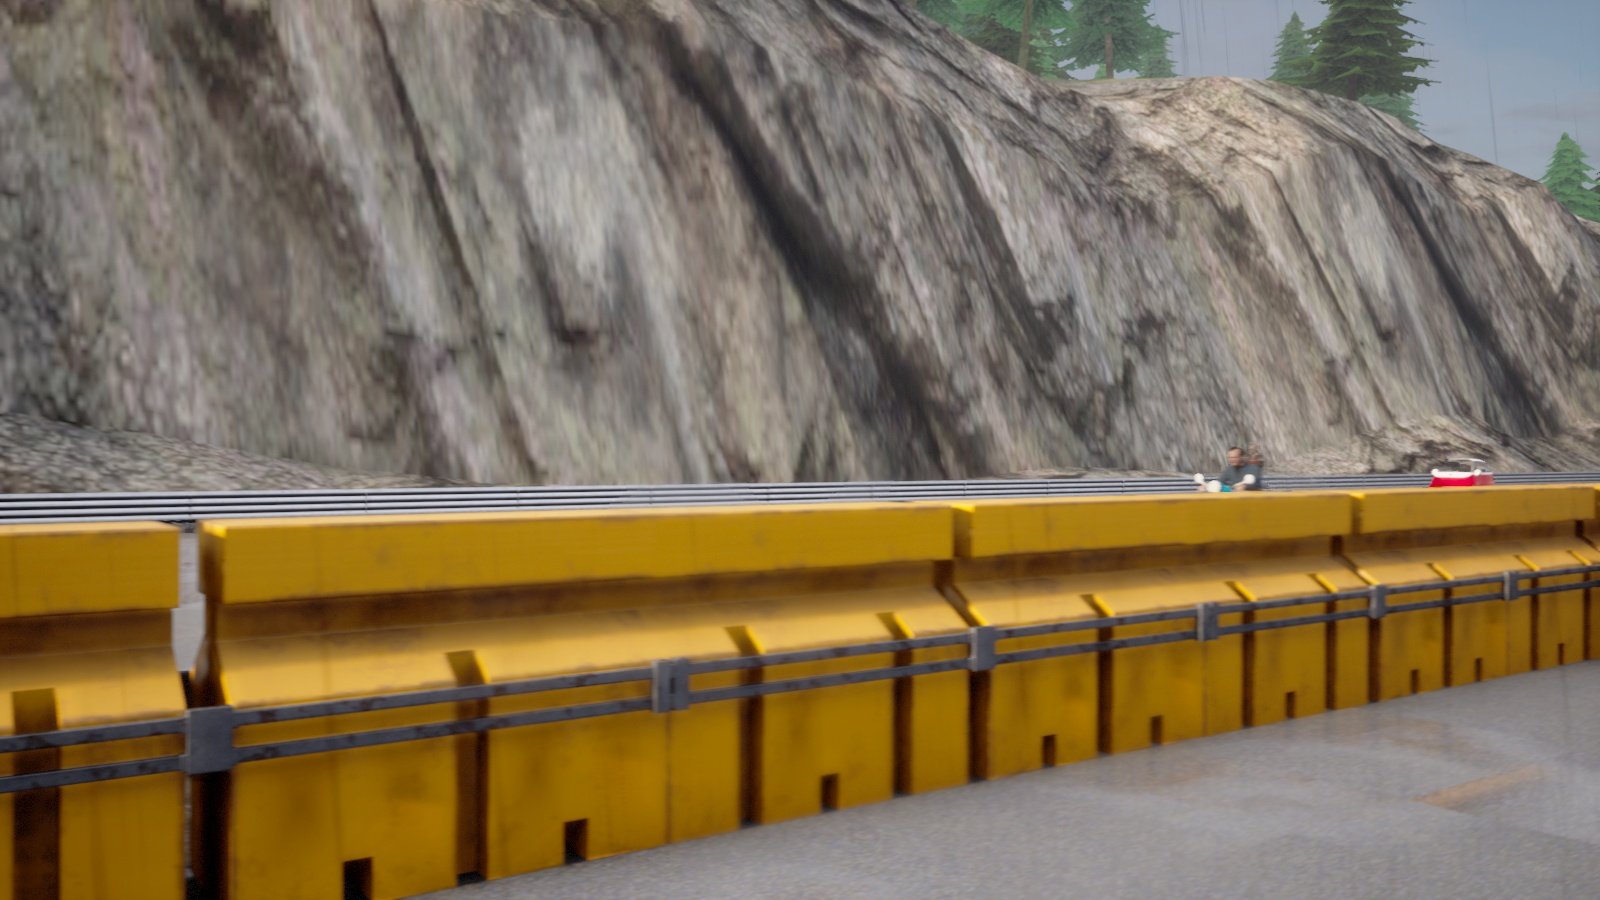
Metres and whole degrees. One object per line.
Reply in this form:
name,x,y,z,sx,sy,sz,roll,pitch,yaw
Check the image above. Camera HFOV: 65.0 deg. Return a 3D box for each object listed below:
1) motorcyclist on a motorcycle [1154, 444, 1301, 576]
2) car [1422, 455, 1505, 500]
motorcyclist on a motorcycle,5.459,0.726,15.998,1.817,1.590,0.866,0,0,-35
car,20.918,0.852,39.584,2.207,1.376,1.481,1,0,-35
